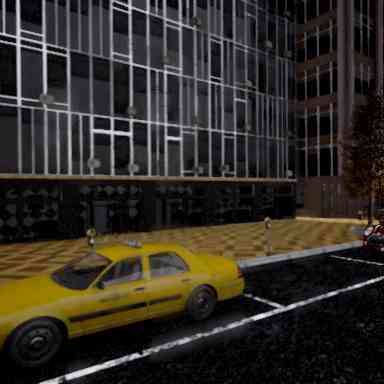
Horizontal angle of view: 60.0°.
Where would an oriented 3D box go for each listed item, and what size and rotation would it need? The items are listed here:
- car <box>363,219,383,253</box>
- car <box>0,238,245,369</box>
[{"bbox_3d":[8.139,1.412,12.384,4.097,1.590,1.967,0,0,-36],"label":"car"},{"bbox_3d":[-1.250,1.521,5.679,4.829,1.417,1.752,0,0,-36],"label":"car"}]
